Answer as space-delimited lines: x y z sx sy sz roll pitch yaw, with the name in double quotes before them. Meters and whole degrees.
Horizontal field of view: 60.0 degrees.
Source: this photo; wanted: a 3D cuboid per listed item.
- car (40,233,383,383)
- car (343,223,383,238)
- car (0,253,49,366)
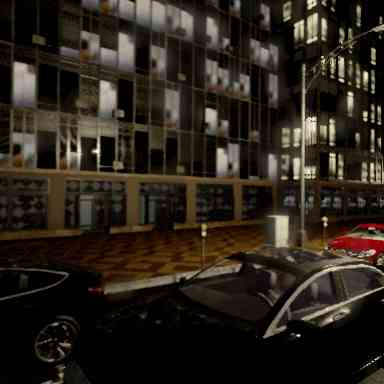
"car" 1.021 1.525 4.105 4.902 1.511 2.128 1 0 -35
"car" 6.025 1.701 10.843 4.206 1.307 1.802 1 0 -35
"car" -3.246 1.563 4.241 4.313 1.339 1.947 1 0 -35
